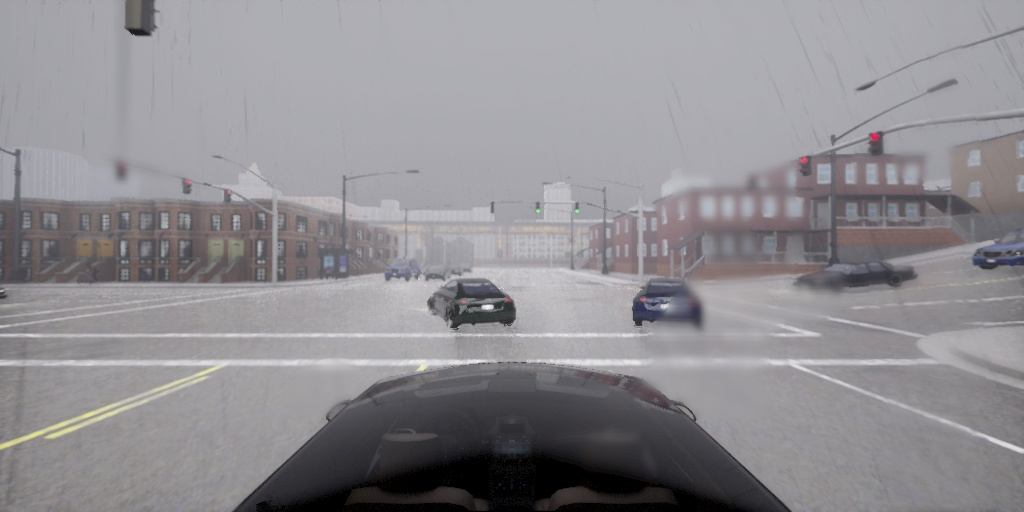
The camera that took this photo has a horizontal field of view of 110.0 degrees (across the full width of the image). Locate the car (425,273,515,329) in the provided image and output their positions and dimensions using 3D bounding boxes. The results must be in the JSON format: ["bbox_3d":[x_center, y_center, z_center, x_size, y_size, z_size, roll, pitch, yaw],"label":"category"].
[{"bbox_3d":[-1.454,1.423,11.917,1.994,1.385,4.181,1,-1,-22],"label":"car"}]

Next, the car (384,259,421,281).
[{"bbox_3d":[-10.588,1.327,35.083,2.150,2.045,5.566,0,-1,0],"label":"car"}]

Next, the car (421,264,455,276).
[{"bbox_3d":[-7.090,1.607,34.847,1.837,1.490,4.892,0,-1,0],"label":"car"}]

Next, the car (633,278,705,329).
[{"bbox_3d":[5.205,1.423,11.946,1.994,1.385,4.181,-1,-1,24],"label":"car"}]

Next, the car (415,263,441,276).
[{"bbox_3d":[-10.578,1.705,45.315,2.128,1.511,4.902,0,-1,0],"label":"car"}]

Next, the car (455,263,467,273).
[{"bbox_3d":[-7.084,1.761,43.953,1.994,1.385,4.181,0,-1,0],"label":"car"}]

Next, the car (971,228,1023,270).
[{"bbox_3d":[28.194,-0.549,19.121,5.566,2.045,2.150,-10,-1,0],"label":"car"}]

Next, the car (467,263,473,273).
[{"bbox_3d":[-7.042,1.813,54.256,1.837,1.490,4.892,0,-1,0],"label":"car"}]

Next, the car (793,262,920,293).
[{"bbox_3d":[18.200,1.038,19.075,5.357,1.411,2.033,-5,-1,0],"label":"car"}]

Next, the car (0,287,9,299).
[{"bbox_3d":[-25.180,1.443,15.239,5.357,1.411,2.033,0,-1,0],"label":"car"}]

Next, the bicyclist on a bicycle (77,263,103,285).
[{"bbox_3d":[-30.813,1.315,26.209,0.582,1.620,1.656,0,0,0],"label":"bicyclist on a bicycle"}]
